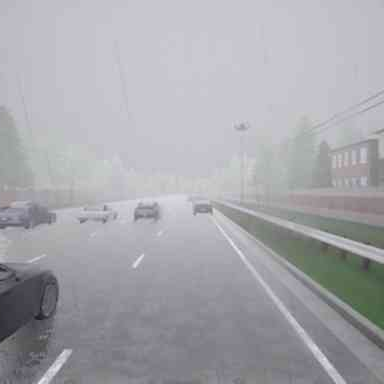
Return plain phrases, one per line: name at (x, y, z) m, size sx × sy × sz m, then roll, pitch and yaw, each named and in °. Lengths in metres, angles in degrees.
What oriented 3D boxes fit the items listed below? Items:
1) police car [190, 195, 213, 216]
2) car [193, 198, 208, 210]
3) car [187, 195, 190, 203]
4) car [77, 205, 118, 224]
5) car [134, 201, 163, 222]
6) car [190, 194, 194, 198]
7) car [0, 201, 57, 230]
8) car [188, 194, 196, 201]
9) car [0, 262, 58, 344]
police car at (1.058, 1.425, 33.150) m, size 1.930 × 1.638 × 5.238 m, roll 0°, pitch 0°, yaw 0°
car at (1.061, 1.526, 43.040) m, size 1.812 × 1.442 × 4.674 m, roll 0°, pitch 0°, yaw 0°
car at (0.019, 1.394, 68.715) m, size 2.128 × 1.511 × 4.902 m, roll 0°, pitch 0°, yaw 0°
car at (-6.894, 1.601, 24.858) m, size 1.895 × 1.301 × 4.718 m, roll 0°, pitch 0°, yaw 0°
car at (-3.394, 1.492, 26.428) m, size 2.128 × 1.511 × 4.902 m, roll 0°, pitch 0°, yaw 0°
car at (1.061, 1.351, 49.010) m, size 2.097 × 1.767 × 4.553 m, roll 0°, pitch 0°, yaw 0°
car at (-10.395, 1.549, 20.977) m, size 2.033 × 1.411 × 5.357 m, roll 0°, pitch 0°, yaw 0°
car at (0.023, 1.340, 83.715) m, size 2.128 × 1.511 × 4.902 m, roll 0°, pitch 0°, yaw 0°
car at (-3.409, 1.526, 4.335) m, size 1.812 × 1.442 × 4.674 m, roll 0°, pitch 0°, yaw 0°
